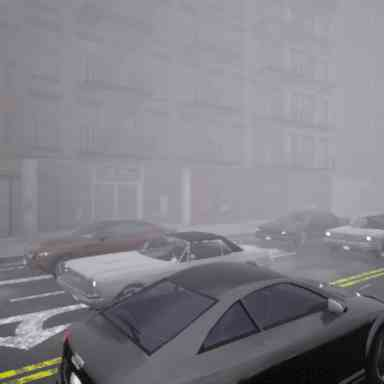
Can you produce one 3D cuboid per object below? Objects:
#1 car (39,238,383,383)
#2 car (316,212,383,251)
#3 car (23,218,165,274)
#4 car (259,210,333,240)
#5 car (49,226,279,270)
[{"bbox_3d":[0.679,1.564,3.923,4.181,1.385,1.994,0,0,-35],"label":"car"},{"bbox_3d":[7.086,1.600,12.717,4.718,1.301,1.895,0,0,-36],"label":"car"},{"bbox_3d":[-2.430,1.526,9.938,4.674,1.442,1.812,0,0,-37],"label":"car"},{"bbox_3d":[5.367,1.546,15.492,5.357,1.411,2.033,0,0,-36],"label":"car"},{"bbox_3d":[-0.378,1.601,7.407,4.718,1.301,1.895,0,0,-38],"label":"car"}]
